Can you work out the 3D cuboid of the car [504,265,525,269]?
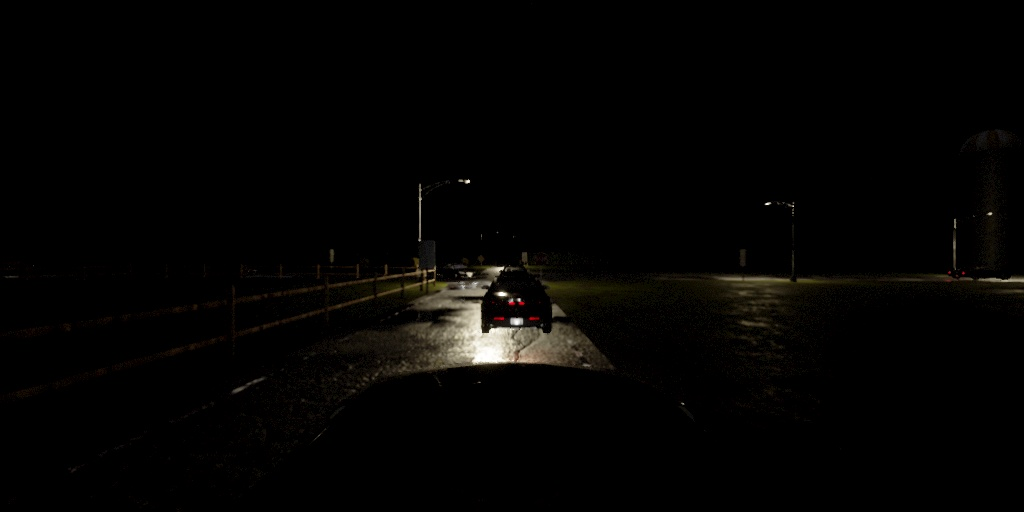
[{"bbox_3d":[0.187,1.359,24.318,1.882,1.535,5.008,0,0,1],"label":"car"}]

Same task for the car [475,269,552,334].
[{"bbox_3d":[0.113,1.306,10.823,1.837,1.490,4.892,0,0,0],"label":"car"}]

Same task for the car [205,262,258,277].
[{"bbox_3d":[-29.628,1.380,37.989,4.902,1.511,2.128,0,0,0],"label":"car"}]

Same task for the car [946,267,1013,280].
[{"bbox_3d":[49.146,1.826,37.732,4.718,1.301,1.895,0,0,2],"label":"car"}]

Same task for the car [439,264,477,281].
[{"bbox_3d":[-4.963,1.432,32.373,2.128,1.511,4.902,1,-1,-35],"label":"car"}]
